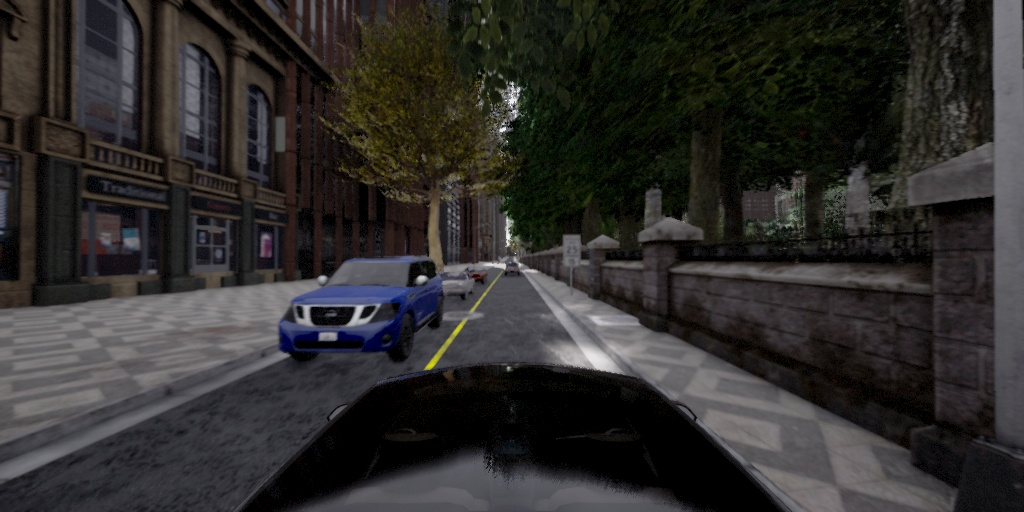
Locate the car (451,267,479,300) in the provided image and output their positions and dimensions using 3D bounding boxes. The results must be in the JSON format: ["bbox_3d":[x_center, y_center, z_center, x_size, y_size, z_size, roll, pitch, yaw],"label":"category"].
[{"bbox_3d":[-3.061,1.447,18.587,1.895,1.301,4.718,0,0,0],"label":"car"}]

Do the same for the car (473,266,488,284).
[{"bbox_3d":[-2.998,1.510,28.799,1.895,1.301,4.718,0,0,0],"label":"car"}]

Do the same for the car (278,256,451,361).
[{"bbox_3d":[-3.099,1.011,8.771,2.150,2.045,5.566,0,0,0],"label":"car"}]

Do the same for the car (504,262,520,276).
[{"bbox_3d":[0.044,1.556,42.611,2.033,1.411,5.357,0,0,0],"label":"car"}]
